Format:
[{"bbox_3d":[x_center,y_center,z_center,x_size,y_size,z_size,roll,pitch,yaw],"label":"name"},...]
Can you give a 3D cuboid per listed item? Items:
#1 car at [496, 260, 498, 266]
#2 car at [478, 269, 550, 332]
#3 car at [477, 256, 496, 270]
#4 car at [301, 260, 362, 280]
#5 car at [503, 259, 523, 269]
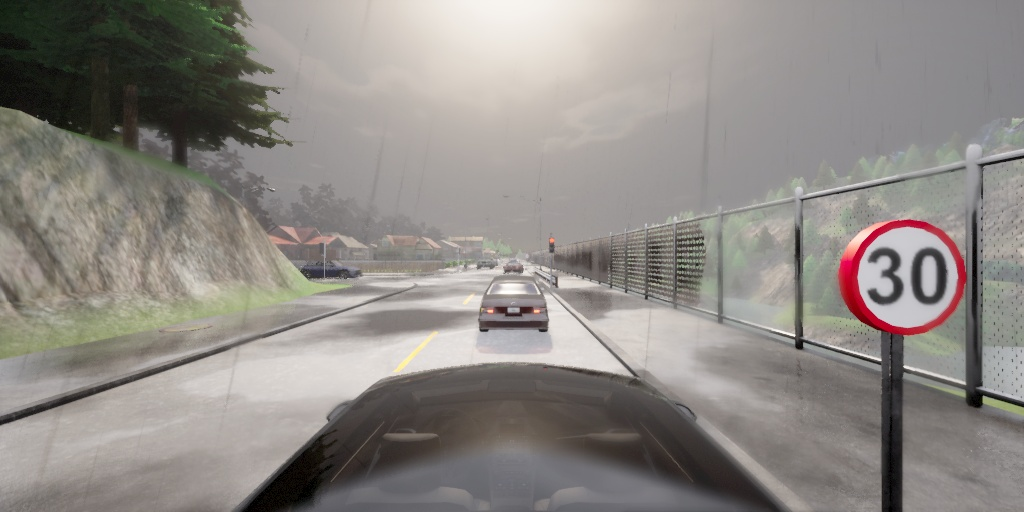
[{"bbox_3d":[-4.038,1.297,64.931,2.033,1.411,5.357,0,0,0],"label":"car"},{"bbox_3d":[0.050,1.297,10.794,2.033,1.411,5.357,0,0,0],"label":"car"},{"bbox_3d":[-4.078,0.971,54.688,2.150,2.045,5.566,0,0,0],"label":"car"},{"bbox_3d":[-15.176,1.102,30.321,4.553,1.767,2.097,0,0,0],"label":"car"},{"bbox_3d":[0.188,1.351,40.707,1.895,1.301,4.718,0,0,5],"label":"car"}]
